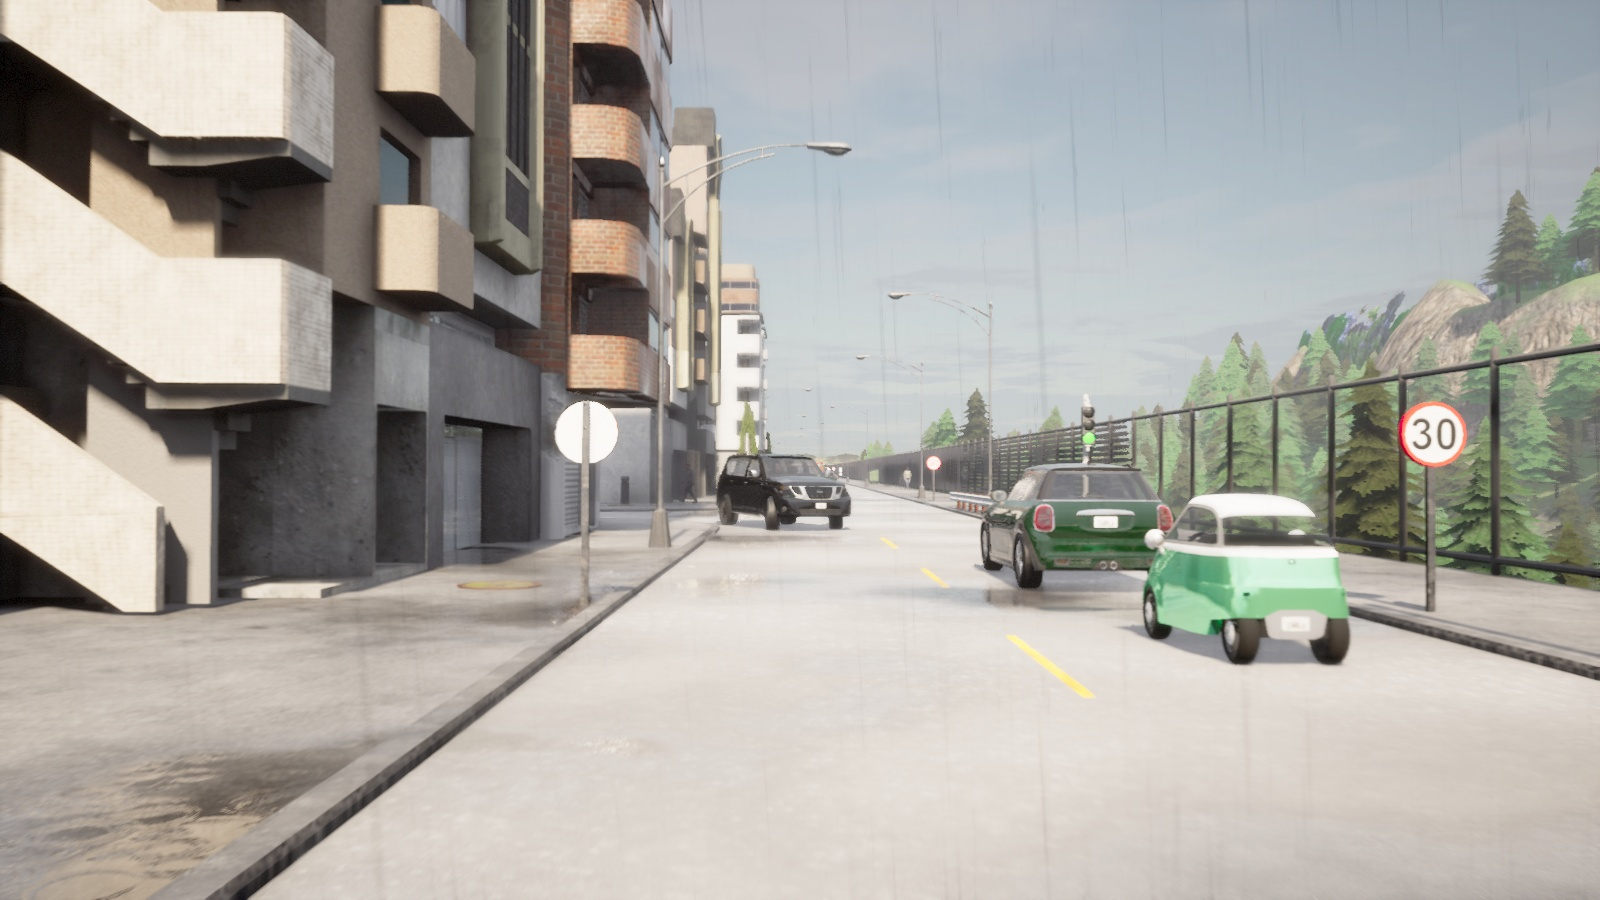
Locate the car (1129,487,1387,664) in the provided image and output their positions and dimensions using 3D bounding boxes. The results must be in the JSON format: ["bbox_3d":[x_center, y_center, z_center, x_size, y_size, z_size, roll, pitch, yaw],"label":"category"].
[{"bbox_3d":[3.969,1.041,11.191,1.481,1.376,2.207,0,-1,0],"label":"car"}]

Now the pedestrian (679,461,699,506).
[{"bbox_3d":[-4.903,1.471,55.357,0.788,1.949,0.423,0,-1,-26],"label":"pedestrian"}]

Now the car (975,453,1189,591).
[{"bbox_3d":[3.950,0.966,18.478,2.097,1.767,4.553,0,-1,0],"label":"car"}]

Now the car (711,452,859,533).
[{"bbox_3d":[-0.544,1.116,34.694,2.150,2.045,5.566,1,-1,-23],"label":"car"}]
